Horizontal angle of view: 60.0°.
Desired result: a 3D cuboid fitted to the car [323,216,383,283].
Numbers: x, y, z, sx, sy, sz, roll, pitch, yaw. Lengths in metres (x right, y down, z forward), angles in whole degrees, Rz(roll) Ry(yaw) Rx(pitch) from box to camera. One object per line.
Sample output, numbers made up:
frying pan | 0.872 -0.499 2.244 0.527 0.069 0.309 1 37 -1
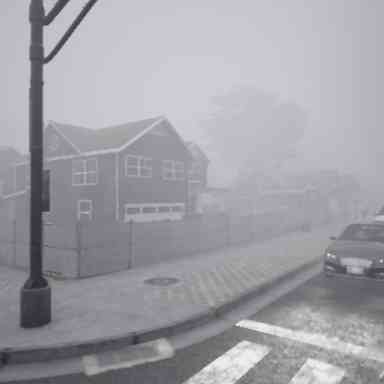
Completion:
car | 5.509 1.718 10.231 2.128 1.511 4.902 -1 -2 37

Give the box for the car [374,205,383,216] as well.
car | 11.433 1.602 18.176 2.150 2.045 5.566 -1 -2 37
